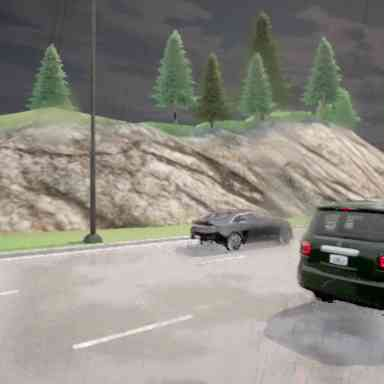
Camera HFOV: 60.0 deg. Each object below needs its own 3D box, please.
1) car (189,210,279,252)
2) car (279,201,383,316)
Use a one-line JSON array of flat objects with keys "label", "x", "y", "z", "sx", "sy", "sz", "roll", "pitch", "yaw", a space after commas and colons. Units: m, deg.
[{"label": "car", "x": 2.179, "y": 1.492, "z": 13.899, "sx": 4.902, "sy": 1.511, "sz": 2.128, "roll": 0, "pitch": 0, "yaw": -35}, {"label": "car", "x": 4.584, "y": 1.219, "z": 7.015, "sx": 5.566, "sy": 2.045, "sz": 2.150, "roll": 0, "pitch": 0, "yaw": -36}]
